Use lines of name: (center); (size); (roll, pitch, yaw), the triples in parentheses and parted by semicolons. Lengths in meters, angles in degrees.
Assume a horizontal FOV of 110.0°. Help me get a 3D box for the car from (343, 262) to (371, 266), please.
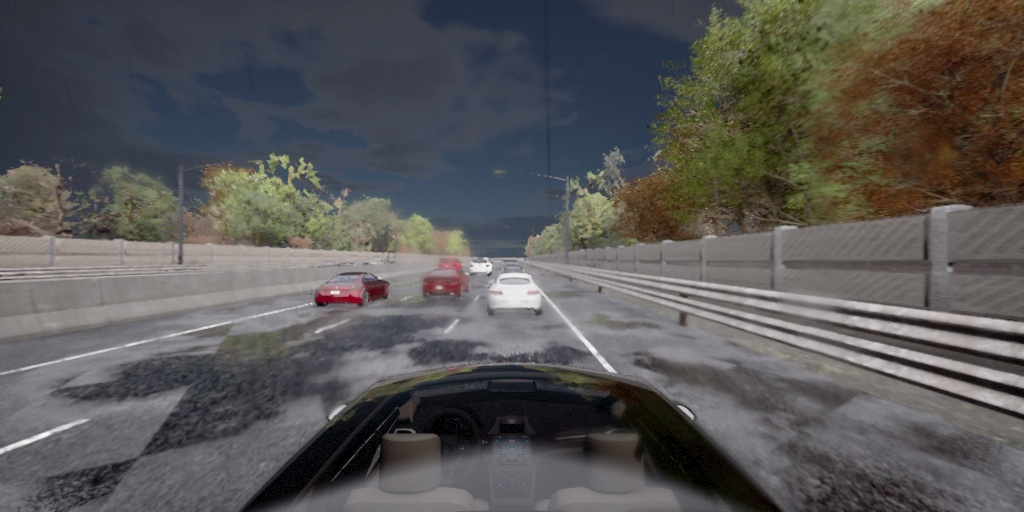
car: (-21.042, 1.550, 49.938); (1.882, 1.535, 5.008); (0, 0, 0)

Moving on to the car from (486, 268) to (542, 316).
car: (0.104, 1.350, 13.701); (1.812, 1.442, 4.674); (0, 0, 0)

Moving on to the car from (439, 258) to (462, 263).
car: (-6.892, 1.226, 40.156); (2.150, 2.045, 5.566); (0, 0, 0)

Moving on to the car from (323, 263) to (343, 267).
car: (-24.535, 1.618, 49.826); (2.033, 1.411, 5.357); (0, 0, 1)

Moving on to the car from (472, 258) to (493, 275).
car: (-3.390, 1.229, 40.466); (2.150, 2.045, 5.566); (0, 0, 0)

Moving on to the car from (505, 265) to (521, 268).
car: (0.109, 1.494, 31.855); (2.033, 1.411, 5.357); (0, 0, 0)

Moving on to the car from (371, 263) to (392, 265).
car: (-17.552, 1.637, 50.022); (1.994, 1.385, 4.181); (0, 0, 0)

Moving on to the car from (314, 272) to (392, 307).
car: (-6.898, 1.404, 15.998); (1.994, 1.385, 4.181); (0, 0, 0)

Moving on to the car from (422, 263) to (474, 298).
car: (-3.396, 1.339, 19.208); (1.882, 1.535, 5.008); (0, 0, 0)
